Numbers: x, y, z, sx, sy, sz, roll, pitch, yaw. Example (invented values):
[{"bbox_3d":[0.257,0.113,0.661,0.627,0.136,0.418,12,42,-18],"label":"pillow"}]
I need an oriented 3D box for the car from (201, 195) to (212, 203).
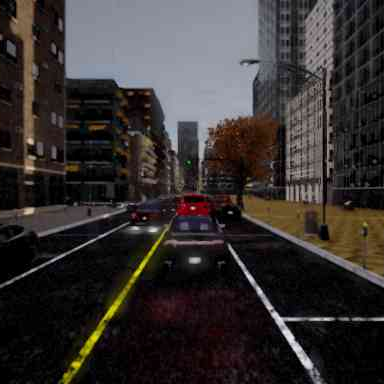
[{"bbox_3d":[2.710,1.381,63.298,1.887,1.381,4.507,0,0,0],"label":"car"}]

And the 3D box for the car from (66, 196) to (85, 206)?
[{"bbox_3d":[-16.413,1.218,43.897,4.403,1.369,2.008,1,-1,-1],"label":"car"}]

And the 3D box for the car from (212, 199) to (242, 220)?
[{"bbox_3d":[2.700,1.492,25.387,1.947,1.339,4.313,0,0,0],"label":"car"}]

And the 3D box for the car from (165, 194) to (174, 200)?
[{"bbox_3d":[-5.664,1.241,85.431,1.967,1.590,4.097,0,0,0],"label":"car"}]

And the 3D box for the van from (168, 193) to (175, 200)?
[{"bbox_3d":[-5.663,1.134,90.964,1.690,1.788,3.998,0,0,0],"label":"van"}]

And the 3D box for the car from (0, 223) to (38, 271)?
[{"bbox_3d":[-5.686,1.538,8.821,1.947,1.339,4.313,0,0,0],"label":"car"}]

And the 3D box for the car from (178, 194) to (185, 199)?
[{"bbox_3d":[-2.972,1.244,95.064,1.882,1.535,5.008,0,0,0],"label":"car"}]

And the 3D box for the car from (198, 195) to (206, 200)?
[{"bbox_3d":[2.717,1.375,90.961,1.802,1.307,4.206,0,0,0],"label":"car"}]

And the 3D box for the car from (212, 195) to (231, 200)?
[{"bbox_3d":[2.702,1.226,30.909,2.192,1.841,5.009,0,0,0],"label":"car"}]

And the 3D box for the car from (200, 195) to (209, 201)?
[{"bbox_3d":[2.712,1.342,74.533,1.752,1.417,4.829,0,0,0],"label":"car"}]

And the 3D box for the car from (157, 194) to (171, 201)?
[{"bbox_3d":[-5.671,1.387,63.300,2.008,1.369,4.403,0,0,0],"label":"car"}]

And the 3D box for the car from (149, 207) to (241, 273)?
[{"bbox_3d":[0.079,1.457,10.551,2.128,1.511,4.902,0,0,0],"label":"car"}]

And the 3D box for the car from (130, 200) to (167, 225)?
[{"bbox_3d":[-3.080,1.495,23.555,1.994,1.385,4.181,0,0,0],"label":"car"}]

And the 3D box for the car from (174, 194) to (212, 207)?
[{"bbox_3d":[0.082,1.151,24.773,2.150,2.045,5.566,0,0,0],"label":"car"}]

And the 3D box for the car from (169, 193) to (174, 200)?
[{"bbox_3d":[-5.668,1.368,74.366,2.008,1.369,4.403,0,0,0],"label":"car"}]
